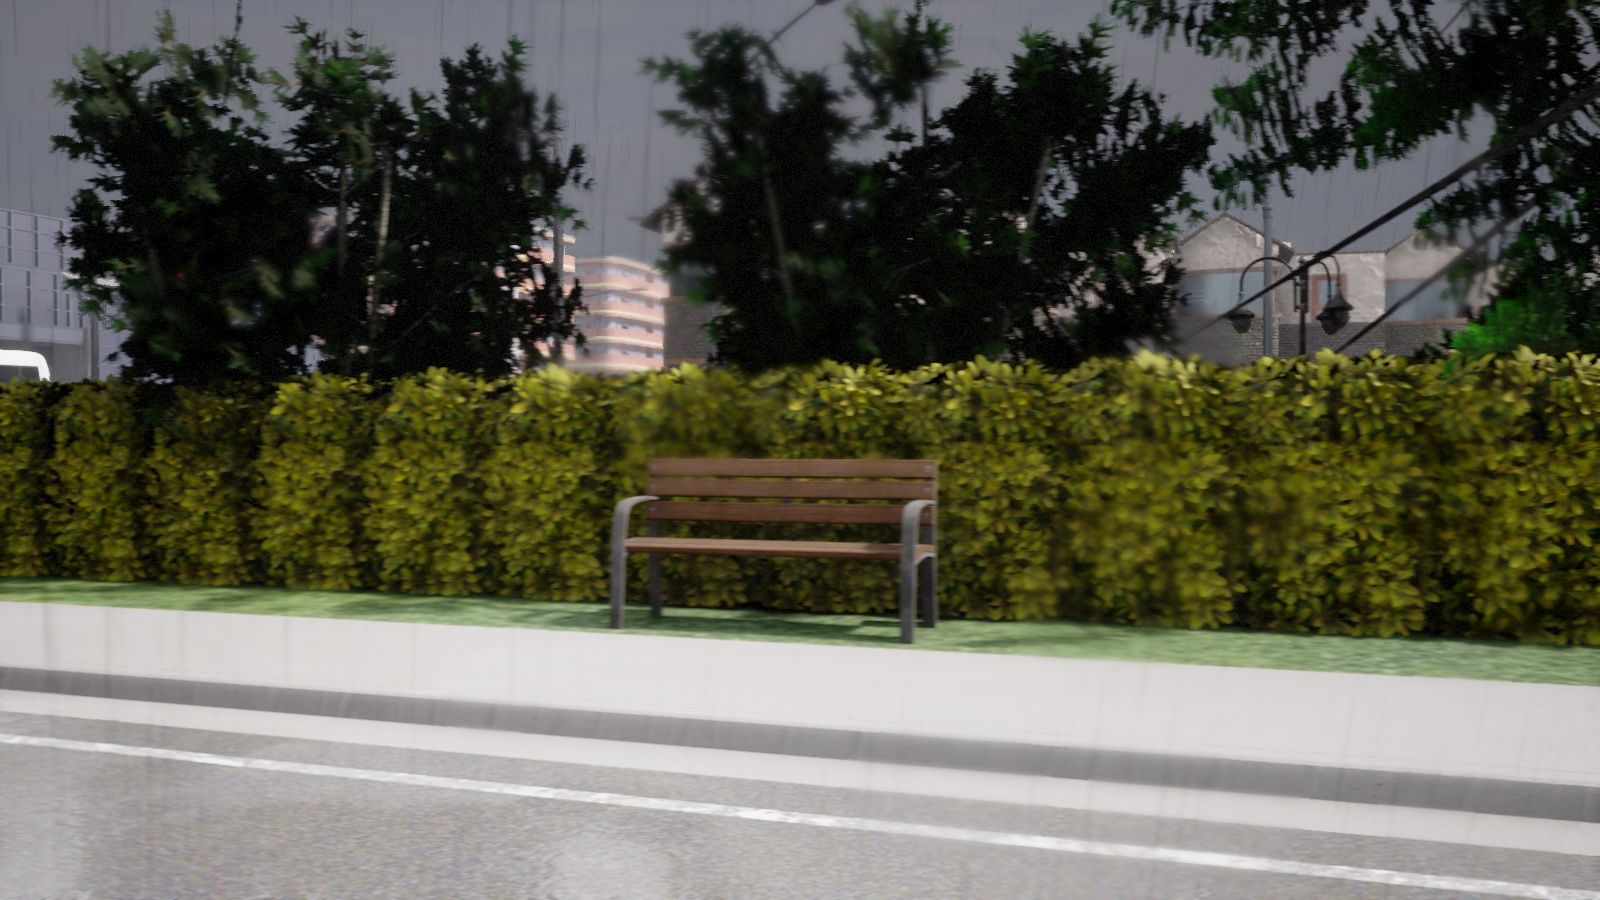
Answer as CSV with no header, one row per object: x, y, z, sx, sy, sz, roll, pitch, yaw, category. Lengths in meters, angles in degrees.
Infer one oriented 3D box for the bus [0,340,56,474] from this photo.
-28.211,-1.315,37.393,3.944,4.253,10.273,0,1,19,bus
